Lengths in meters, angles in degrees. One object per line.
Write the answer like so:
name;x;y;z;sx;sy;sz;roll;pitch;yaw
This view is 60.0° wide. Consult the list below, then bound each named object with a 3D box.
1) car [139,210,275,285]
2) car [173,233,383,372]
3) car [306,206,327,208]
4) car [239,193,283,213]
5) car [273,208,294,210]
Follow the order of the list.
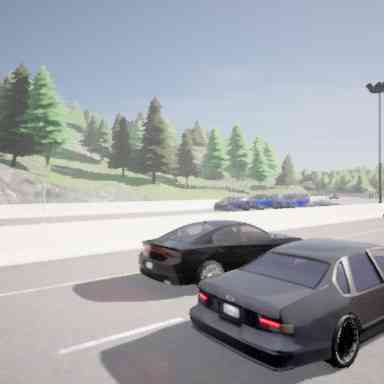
car;1.015;1.479;9.009;5.008;1.535;1.882;-1;0;-37
car;2.503;1.542;5.733;5.357;1.411;2.033;0;0;-37
car;12.642;1.514;32.843;5.357;1.411;2.033;0;0;-41
car;8.064;1.209;38.385;5.566;2.045;2.150;0;0;-43
car;10.988;1.199;36.484;5.566;2.045;2.150;0;0;-45
